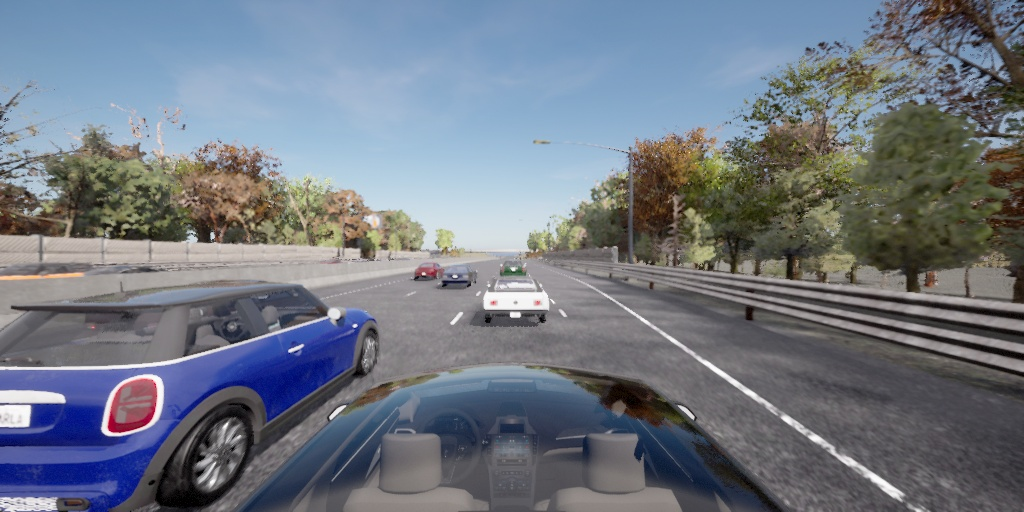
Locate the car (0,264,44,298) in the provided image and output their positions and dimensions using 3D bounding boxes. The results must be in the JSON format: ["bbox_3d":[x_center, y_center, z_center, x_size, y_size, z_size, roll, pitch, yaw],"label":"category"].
[{"bbox_3d":[-24.598,1.196,15.634,1.882,1.535,5.008,0,0,0],"label":"car"}]

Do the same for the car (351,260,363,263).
[{"bbox_3d":[-24.523,1.261,57.642,1.895,1.301,4.718,0,0,1],"label":"car"}]

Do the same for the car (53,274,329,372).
[{"bbox_3d":[-6.898,1.281,8.862,2.033,1.411,5.357,0,0,0],"label":"car"}]

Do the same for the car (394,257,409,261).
[{"bbox_3d":[-17.546,1.012,57.040,2.097,1.767,4.553,0,0,1],"label":"car"}]

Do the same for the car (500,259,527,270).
[{"bbox_3d":[0.104,1.046,29.025,2.097,1.767,4.553,0,0,0],"label":"car"}]

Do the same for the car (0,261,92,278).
[{"bbox_3d":[-21.097,1.070,15.838,2.097,1.767,4.553,0,0,0],"label":"car"}]

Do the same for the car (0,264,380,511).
[{"bbox_3d":[-3.404,1.095,4.549,2.097,1.767,4.553,0,0,0],"label":"car"}]

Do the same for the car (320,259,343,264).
[{"bbox_3d":[-28.032,1.187,55.859,1.812,1.442,4.674,0,0,1],"label":"car"}]

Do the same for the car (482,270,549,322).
[{"bbox_3d":[0.102,1.326,12.134,1.895,1.301,4.718,0,0,0],"label":"car"}]

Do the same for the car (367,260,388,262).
[{"bbox_3d":[-21.028,1.260,57.875,1.895,1.301,4.718,0,0,1],"label":"car"}]

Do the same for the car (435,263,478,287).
[{"bbox_3d":[-3.396,1.250,23.868,2.033,1.411,5.357,0,0,0],"label":"car"}]

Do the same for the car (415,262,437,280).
[{"bbox_3d":[-6.897,1.218,30.322,1.812,1.442,4.674,0,0,0],"label":"car"}]

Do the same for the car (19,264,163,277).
[{"bbox_3d":[-17.597,1.223,15.969,1.837,1.490,4.892,0,0,0],"label":"car"}]
